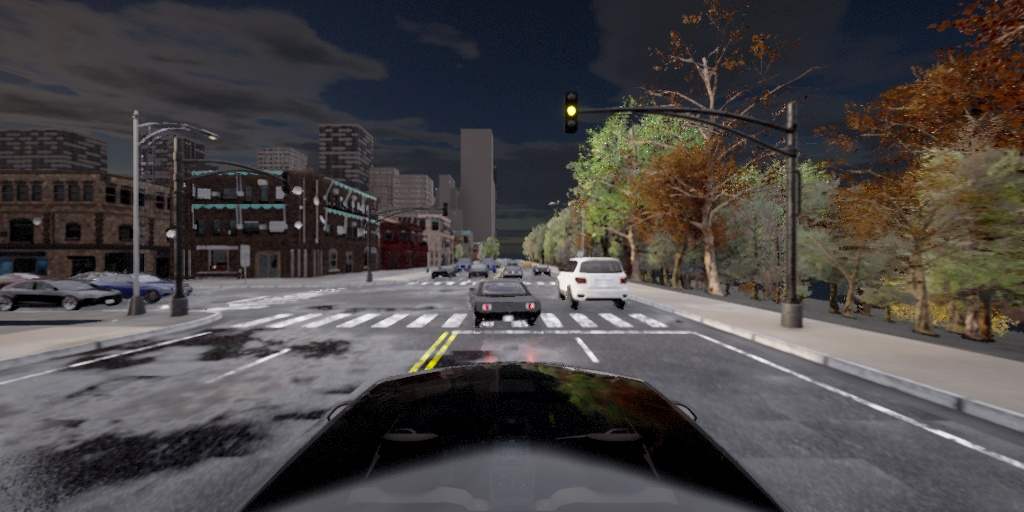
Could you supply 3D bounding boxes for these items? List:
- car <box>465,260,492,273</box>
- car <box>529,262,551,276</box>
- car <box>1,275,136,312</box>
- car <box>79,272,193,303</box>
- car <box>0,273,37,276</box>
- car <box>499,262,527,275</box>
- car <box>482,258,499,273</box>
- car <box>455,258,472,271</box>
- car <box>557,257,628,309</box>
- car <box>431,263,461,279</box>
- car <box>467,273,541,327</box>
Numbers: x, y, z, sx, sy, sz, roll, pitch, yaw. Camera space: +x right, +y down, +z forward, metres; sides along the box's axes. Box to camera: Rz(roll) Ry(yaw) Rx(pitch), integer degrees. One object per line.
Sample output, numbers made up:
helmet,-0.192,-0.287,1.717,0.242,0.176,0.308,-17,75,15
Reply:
car,-3.350,1.475,36.526,1.882,1.535,5.008,0,0,-2
car,3.347,1.634,41.663,1.895,1.301,4.718,0,0,0
car,-19.948,1.669,15.861,4.313,1.339,1.948,0,0,0
car,-19.327,1.615,18.574,4.674,1.442,1.812,-1,0,0
car,-33.818,1.822,24.378,4.207,1.307,1.802,0,0,0
car,0.097,1.527,34.096,2.033,1.411,5.357,0,0,0
car,-3.346,1.304,49.462,2.150,2.045,5.566,0,0,-1
car,-6.613,1.304,50.185,2.150,2.045,5.566,0,1,-2
car,3.350,1.076,15.795,2.150,2.045,5.566,0,0,0
car,-6.603,1.589,35.295,1.895,1.301,4.718,0,0,0
car,-0.471,1.425,11.972,1.895,1.301,4.718,0,0,-10
